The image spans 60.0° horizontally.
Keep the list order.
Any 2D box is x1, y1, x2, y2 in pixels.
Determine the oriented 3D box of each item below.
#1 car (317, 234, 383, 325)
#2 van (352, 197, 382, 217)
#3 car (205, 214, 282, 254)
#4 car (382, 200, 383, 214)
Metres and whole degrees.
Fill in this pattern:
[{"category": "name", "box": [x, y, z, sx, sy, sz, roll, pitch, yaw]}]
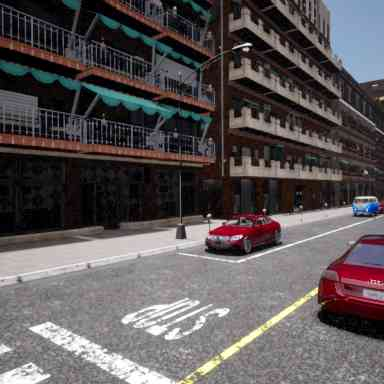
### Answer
[{"category": "car", "box": [4.086, 1.561, 6.723, 1.994, 1.385, 4.181, 0, 0, 39]}, {"category": "van", "box": [16.156, 1.327, 30.948, 1.690, 1.788, 3.998, -1, -1, 39]}, {"category": "car", "box": [2.227, 1.573, 13.480, 1.802, 1.307, 4.206, -1, -1, 39]}, {"category": "car", "box": [19.690, 1.567, 35.374, 1.802, 1.307, 4.206, -1, -1, 39]}]
